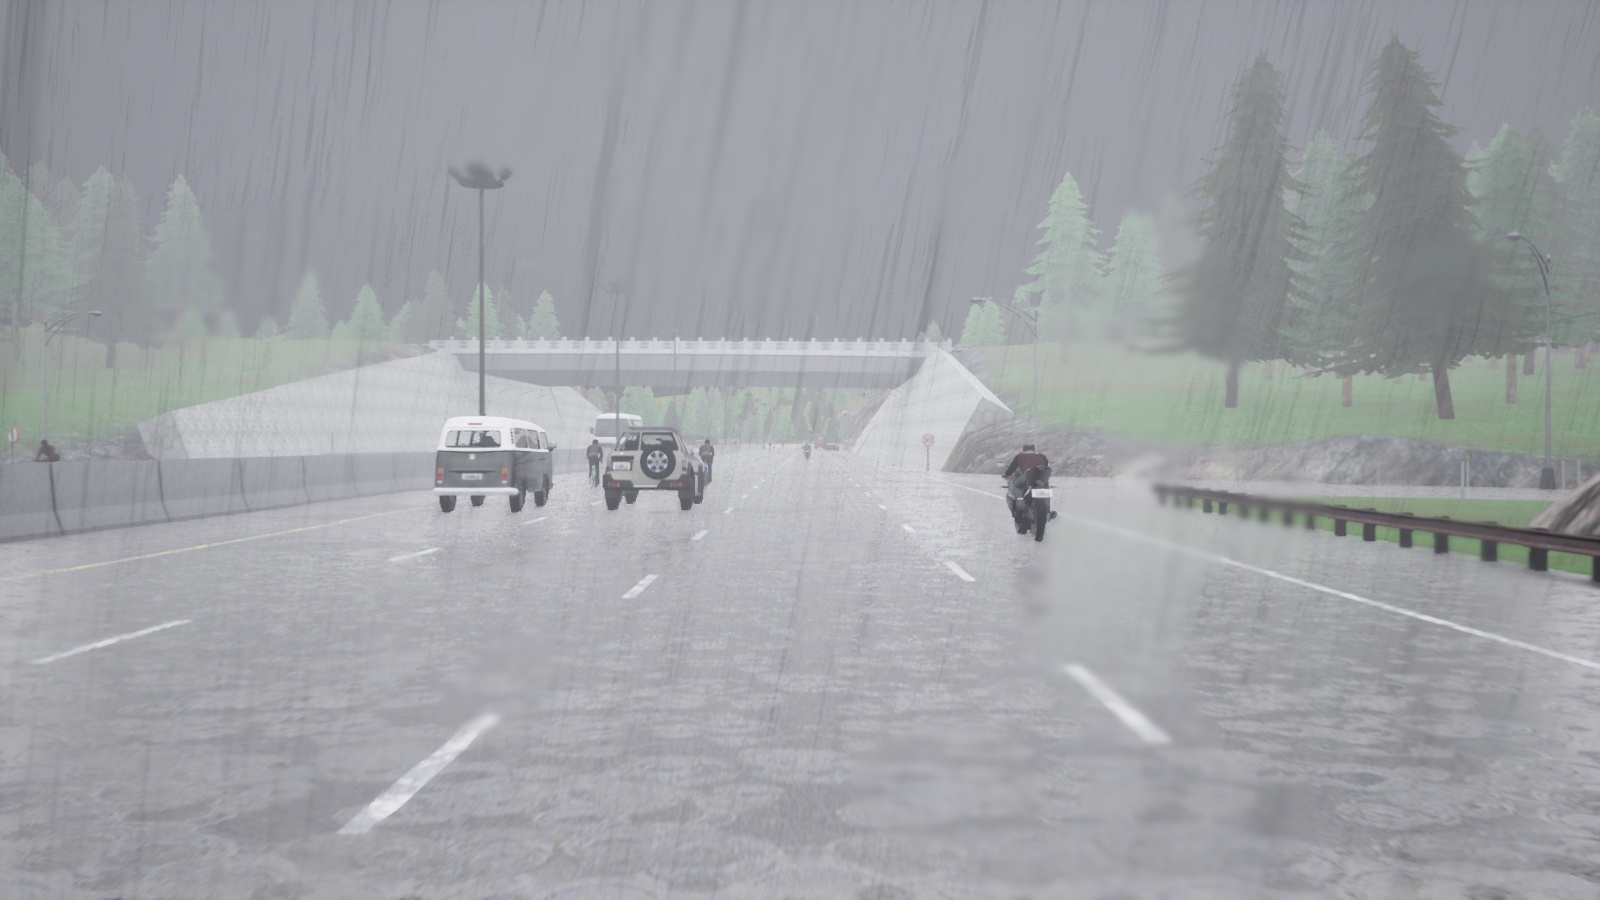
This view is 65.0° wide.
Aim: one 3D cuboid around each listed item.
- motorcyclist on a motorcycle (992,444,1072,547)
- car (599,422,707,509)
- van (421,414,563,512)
[{"bbox_3d":[3.628,0.672,19.859,0.866,1.530,2.191,0,0,0],"label":"motorcyclist on a motorcycle"},{"bbox_3d":[-3.319,0.389,29.183,1.932,1.855,4.605,0,-2,0],"label":"car"},{"bbox_3d":[-6.822,0.297,28.340,2.069,2.038,4.480,0,-1,0],"label":"van"}]
